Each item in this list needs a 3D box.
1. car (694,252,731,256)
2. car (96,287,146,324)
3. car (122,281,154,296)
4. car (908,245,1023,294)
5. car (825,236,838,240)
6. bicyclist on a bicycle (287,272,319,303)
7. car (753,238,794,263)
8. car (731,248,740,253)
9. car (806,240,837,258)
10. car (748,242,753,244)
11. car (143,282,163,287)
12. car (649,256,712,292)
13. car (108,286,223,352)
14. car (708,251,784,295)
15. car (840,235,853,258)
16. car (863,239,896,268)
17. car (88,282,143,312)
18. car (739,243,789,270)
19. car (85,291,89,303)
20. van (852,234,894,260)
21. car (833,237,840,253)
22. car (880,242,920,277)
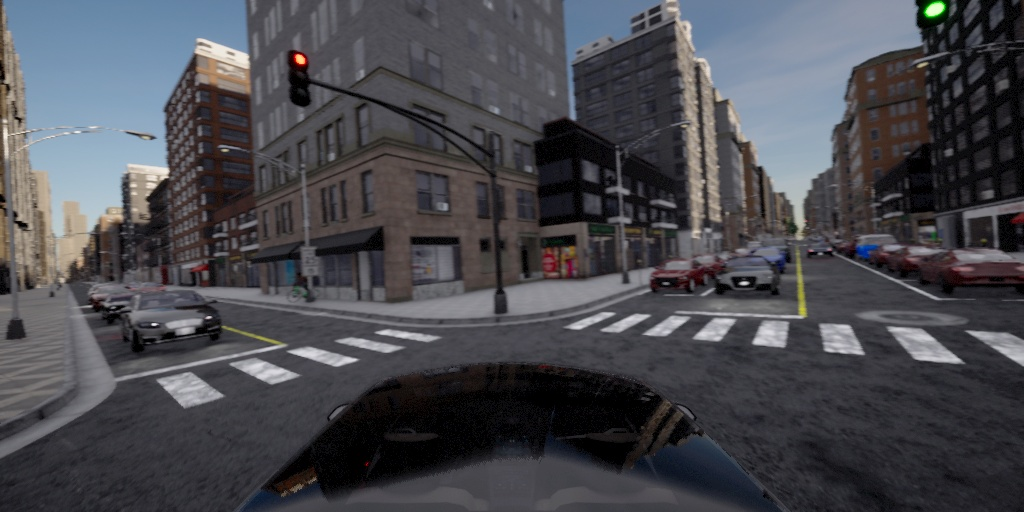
[{"bbox_3d":[11.346,0.568,21.118,1.888,1.381,4.507,0,0,38],"label":"car"},{"bbox_3d":[-18.275,2.370,17.257,4.718,1.301,1.895,-3,0,39],"label":"car"},{"bbox_3d":[-43.581,3.734,41.727,5.357,1.411,2.033,-3,0,39],"label":"car"},{"bbox_3d":[14.482,0.393,11.366,1.802,1.307,4.207,0,0,38],"label":"car"},{"bbox_3d":[42.646,-1.506,46.907,1.948,1.339,4.313,0,0,38],"label":"car"},{"bbox_3d":[-11.582,1.715,19.860,0.582,1.620,1.656,-3,0,39],"label":"bicyclist on a bicycle"},{"bbox_3d":[22.406,-0.499,30.622,2.150,2.045,5.566,-4,0,39],"label":"car"},{"bbox_3d":[21.907,-0.102,34.445,1.802,1.307,4.207,0,0,38],"label":"car"},{"bbox_3d":[29.281,-0.580,34.225,1.895,1.301,4.718,-4,0,38],"label":"car"},{"bbox_3d":[28.948,-0.714,43.329,1.967,1.591,4.097,0,0,38],"label":"car"},{"bbox_3d":[-35.890,3.321,35.544,4.181,1.385,1.994,-3,0,38],"label":"car"},{"bbox_3d":[7.826,0.804,16.676,1.888,1.381,4.507,0,0,38],"label":"car"},{"bbox_3d":[-10.581,1.832,11.054,4.902,1.511,2.128,-3,0,39],"label":"car"},{"bbox_3d":[9.509,0.709,14.434,1.994,1.385,4.181,-4,0,38],"label":"car"},{"bbox_3d":[28.564,-0.818,29.136,2.192,1.841,5.009,0,0,38],"label":"car"},{"bbox_3d":[21.523,-0.080,20.251,1.802,1.307,4.207,0,0,38],"label":"car"},{"bbox_3d":[-26.132,2.684,23.591,5.008,1.535,1.882,-3,0,39],"label":"car"},{"bbox_3d":[15.743,0.203,22.280,1.882,1.535,5.008,-4,0,38],"label":"car"},{"bbox_3d":[-33.976,3.147,29.953,4.892,1.490,1.837,-3,0,39],"label":"car"},{"bbox_3d":[25.044,-0.557,24.694,1.690,1.789,3.998,0,0,38],"label":"van"},{"bbox_3d":[35.605,-1.021,38.021,1.802,1.307,4.207,0,0,38],"label":"car"},{"bbox_3d":[18.002,0.156,15.809,1.802,1.307,4.207,0,0,38],"label":"car"}]
